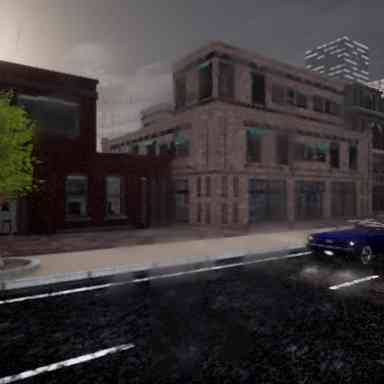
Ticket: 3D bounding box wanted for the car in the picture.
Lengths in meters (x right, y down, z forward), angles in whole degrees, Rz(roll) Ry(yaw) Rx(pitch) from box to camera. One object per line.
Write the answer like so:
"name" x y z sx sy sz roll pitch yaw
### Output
"car" 6.279 1.698 12.158 4.718 1.301 1.895 1 0 -35
